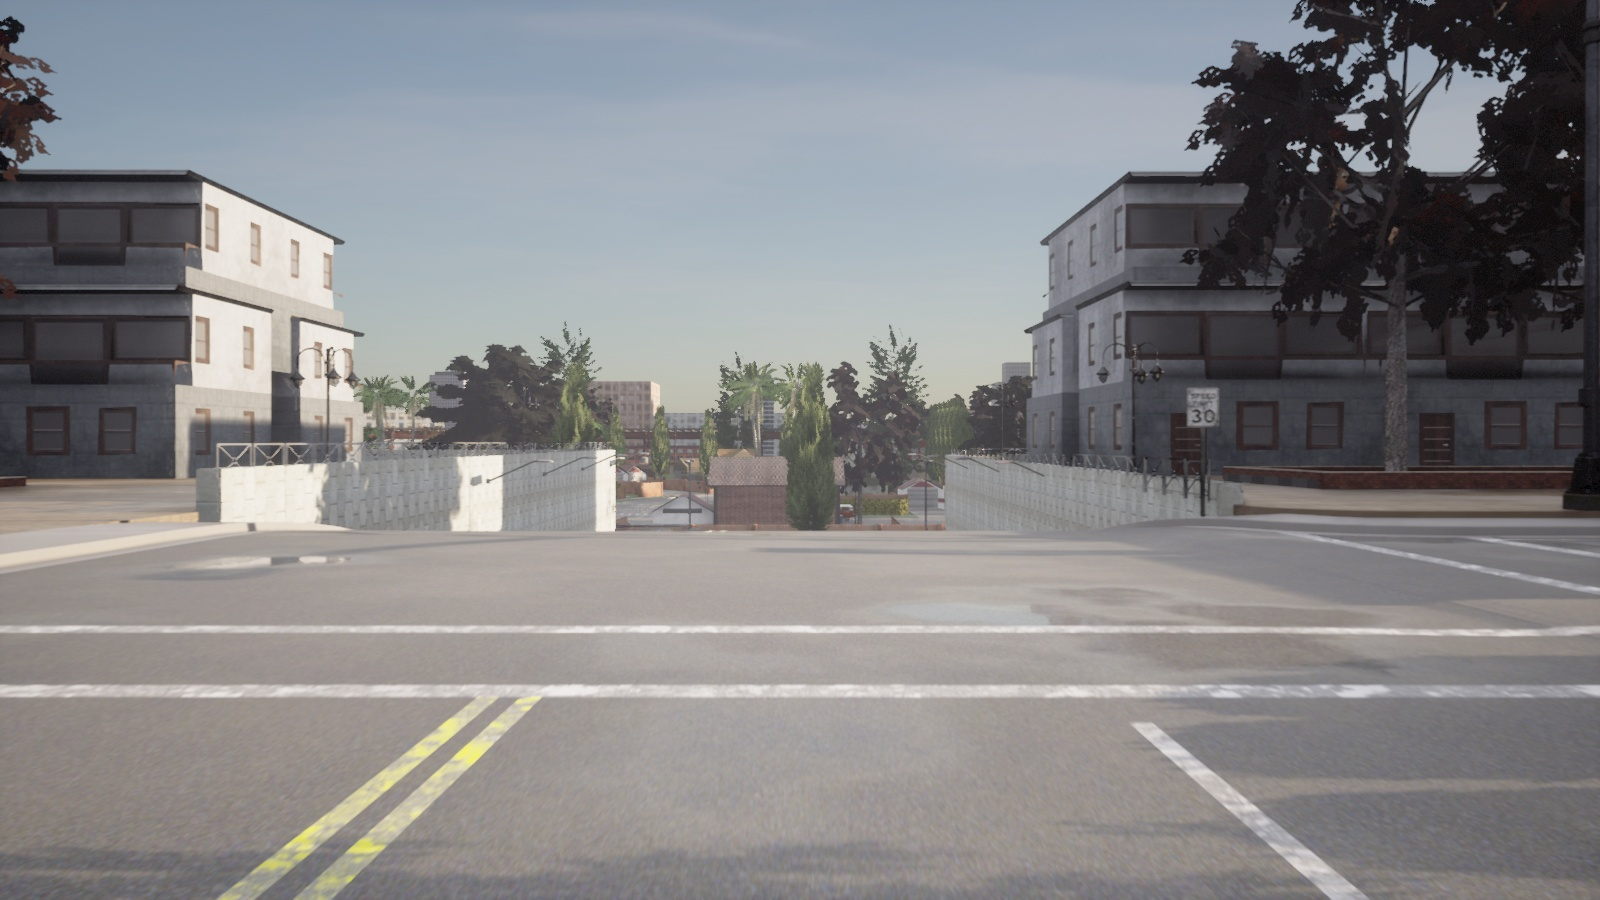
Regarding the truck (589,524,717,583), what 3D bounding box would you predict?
[{"bbox_3d":[-10.073,7.082,86.704,8.468,3.827,2.891,0,0,0],"label":"truck"}]
